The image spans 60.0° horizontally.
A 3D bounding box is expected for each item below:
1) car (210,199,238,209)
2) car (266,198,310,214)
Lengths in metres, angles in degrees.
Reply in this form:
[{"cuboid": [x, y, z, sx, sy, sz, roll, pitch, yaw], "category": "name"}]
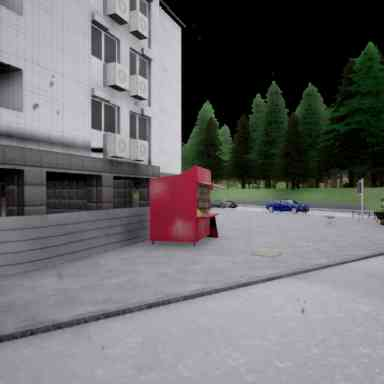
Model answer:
[{"cuboid": [4.189, 1.564, 44.496, 1.994, 1.385, 4.181, 0, 0, -35], "category": "car"}, {"cuboid": [10.271, 1.478, 35.939, 1.882, 1.535, 5.008, 0, 0, -35], "category": "car"}]
